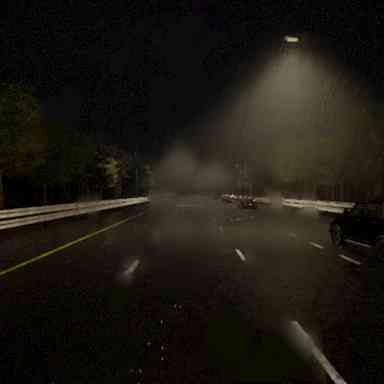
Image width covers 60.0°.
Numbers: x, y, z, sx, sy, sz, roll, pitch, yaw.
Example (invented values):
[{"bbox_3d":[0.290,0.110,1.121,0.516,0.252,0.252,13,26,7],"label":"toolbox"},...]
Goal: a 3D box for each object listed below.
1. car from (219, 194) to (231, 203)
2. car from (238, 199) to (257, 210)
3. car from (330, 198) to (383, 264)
[{"bbox_3d":[7.077,1.586,69.366,2.033,1.411,5.357,0,0,0],"label":"car"},{"bbox_3d":[7.000,1.563,42.240,2.033,1.411,5.357,0,0,0],"label":"car"},{"bbox_3d":[6.998,1.222,11.941,2.150,2.045,5.566,0,0,0],"label":"car"}]
